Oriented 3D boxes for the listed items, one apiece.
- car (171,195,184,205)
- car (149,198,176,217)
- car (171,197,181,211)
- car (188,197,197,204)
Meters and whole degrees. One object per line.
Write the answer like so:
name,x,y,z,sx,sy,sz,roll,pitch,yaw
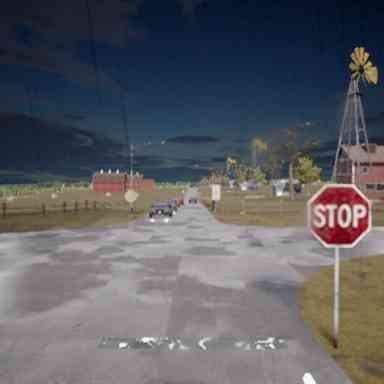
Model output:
car,-2.685,1.564,50.471,2.128,1.511,4.902,0,0,0
car,-2.761,1.547,30.381,1.994,1.385,4.181,0,0,0
car,-2.719,1.578,40.287,1.994,1.385,4.181,0,0,1
car,0.206,1.794,71.153,1.812,1.442,4.674,0,-1,0
